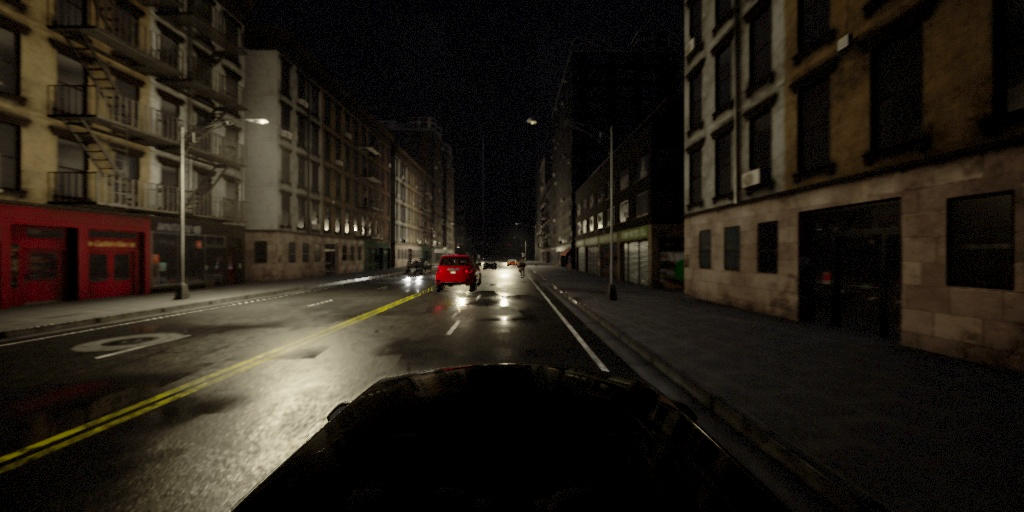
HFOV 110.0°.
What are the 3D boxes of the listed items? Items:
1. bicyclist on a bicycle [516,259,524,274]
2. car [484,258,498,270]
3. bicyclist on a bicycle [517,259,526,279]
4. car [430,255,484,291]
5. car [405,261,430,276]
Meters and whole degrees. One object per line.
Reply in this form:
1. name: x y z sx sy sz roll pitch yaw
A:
1. bicyclist on a bicycle: 0.899 1.183 39.361 0.866 1.612 1.509 0 0 0
2. car: -3.143 1.347 53.046 1.895 1.301 4.718 0 0 0
3. bicyclist on a bicycle: 0.898 1.117 30.277 0.659 1.776 1.843 0 0 0
4. car: -3.147 0.968 21.891 2.150 2.045 5.566 0 0 0
5. car: -9.834 1.240 37.960 2.128 1.511 4.902 0 0 0
